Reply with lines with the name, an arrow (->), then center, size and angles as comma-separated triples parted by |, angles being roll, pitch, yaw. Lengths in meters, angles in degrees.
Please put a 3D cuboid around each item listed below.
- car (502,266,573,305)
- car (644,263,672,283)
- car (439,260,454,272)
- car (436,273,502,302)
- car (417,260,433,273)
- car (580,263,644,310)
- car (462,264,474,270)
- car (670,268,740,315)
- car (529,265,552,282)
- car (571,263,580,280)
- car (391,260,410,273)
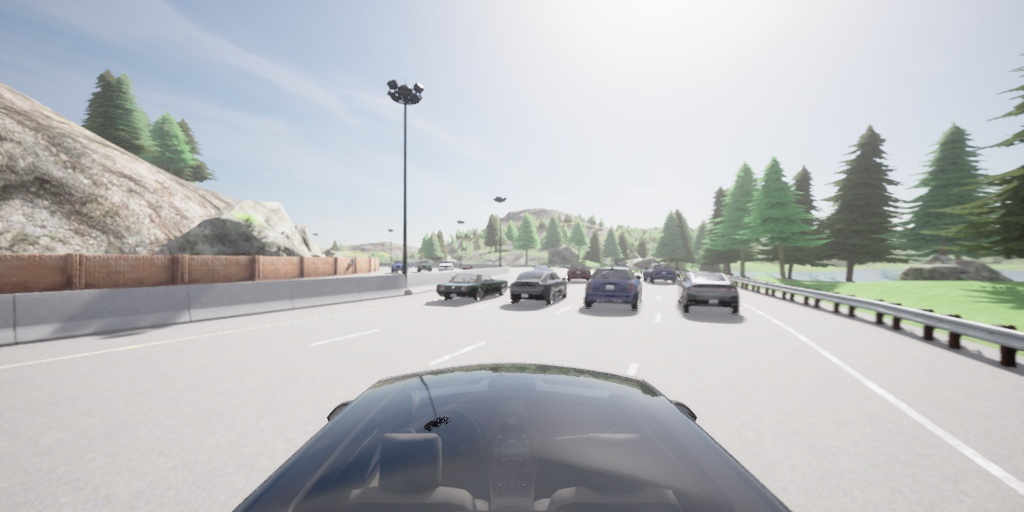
car -> 1.423, 1.441, 17.432 | 1.837, 1.490, 4.892 | 0, 0, 21
car -> 13.013, 1.443, 31.915 | 2.097, 1.767, 4.553 | 0, -1, 10
car -> -10.676, 1.650, 58.540 | 2.150, 2.045, 5.566 | 0, -1, -8
car -> -1.867, 1.552, 18.598 | 1.895, 1.301, 4.718 | 0, -1, 22
car -> -14.347, 1.664, 59.418 | 2.150, 2.045, 5.566 | 0, -1, -9
car -> 4.594, 1.264, 15.955 | 2.097, 1.767, 4.553 | 0, -1, 22
car -> -7.330, 2.042, 59.818 | 1.895, 1.301, 4.718 | 0, -1, -8
car -> 7.831, 1.387, 14.616 | 2.128, 1.511, 4.902 | 0, -1, 21
car -> 2.832, 1.660, 34.594 | 1.812, 1.442, 4.674 | 0, 0, 10
car -> 6.170, 1.468, 33.384 | 2.097, 1.767, 4.553 | 0, -1, 10
car -> -17.421, 1.632, 56.351 | 2.150, 2.045, 5.566 | 0, -1, -7
